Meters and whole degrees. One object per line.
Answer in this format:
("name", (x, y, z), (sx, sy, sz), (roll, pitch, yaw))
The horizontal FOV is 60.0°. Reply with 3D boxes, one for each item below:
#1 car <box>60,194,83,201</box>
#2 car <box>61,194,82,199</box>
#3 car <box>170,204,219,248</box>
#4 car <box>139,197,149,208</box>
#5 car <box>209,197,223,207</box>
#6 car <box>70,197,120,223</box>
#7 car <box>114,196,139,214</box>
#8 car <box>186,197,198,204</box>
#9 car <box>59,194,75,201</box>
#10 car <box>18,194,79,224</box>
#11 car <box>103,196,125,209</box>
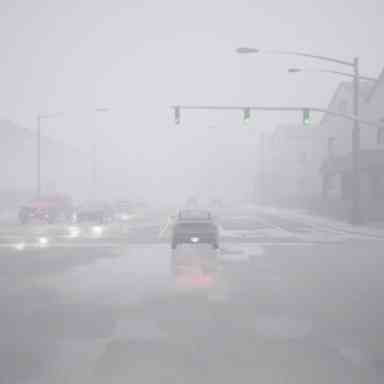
("car", (-28.955, 1.250, 79.999), (2.038, 1.542, 4.974), (0, 0, 29))
("car", (-28.980, 1.092, 79.953), (1.853, 1.218, 4.536), (0, 0, 29))
("car", (0.104, 1.469, 14.500), (1.837, 1.490, 4.892), (0, 0, 0))
("car", (-7.031, 1.433, 44.786), (2.033, 1.411, 5.357), (0, 0, 1))
("car", (3.508, 1.420, 48.905), (2.033, 1.411, 5.357), (0, 0, 0))
("car", (-7.094, 1.414, 24.919), (1.882, 1.535, 5.008), (0, 0, 0))
("car", (-7.084, 1.417, 34.375), (1.837, 1.490, 4.892), (0, 0, 0))
("car", (0.009, 1.422, 48.906), (2.033, 1.411, 5.357), (0, 0, 0))
("car", (-28.166, 1.263, 74.632), (2.038, 1.542, 4.974), (0, 0, -36))
("car", (-10.596, 1.159, 24.705), (2.150, 2.045, 5.566), (0, 0, 0))
("car", (-10.525, 1.390, 45.144), (1.837, 1.490, 4.892), (0, 0, 0))
